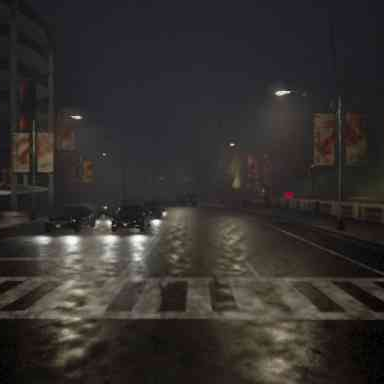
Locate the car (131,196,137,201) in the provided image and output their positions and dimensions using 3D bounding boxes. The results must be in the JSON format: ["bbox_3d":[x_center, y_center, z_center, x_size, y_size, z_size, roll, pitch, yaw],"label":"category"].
[{"bbox_3d":[-7.811,1.515,39.510,1.837,1.490,4.892,0,0,-10],"label":"car"}]

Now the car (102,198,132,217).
[{"bbox_3d":[-7.107,1.555,29.480,2.033,1.411,5.357,0,0,0],"label":"car"}]

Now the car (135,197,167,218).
[{"bbox_3d":[-3.613,1.513,29.822,1.837,1.490,4.892,0,0,0],"label":"car"}]

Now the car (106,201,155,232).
[{"bbox_3d":[-3.607,1.510,20.406,1.837,1.490,4.892,0,0,0],"label":"car"}]

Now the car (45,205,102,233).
[{"bbox_3d":[-7.105,1.531,19.977,1.812,1.442,4.674,0,0,0],"label":"car"}]

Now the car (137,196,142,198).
[{"bbox_3d":[-9.629,1.520,58.761,1.837,1.490,4.892,0,0,-43],"label":"car"}]

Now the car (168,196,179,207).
[{"bbox_3d":[-4.233,1.577,50.425,1.994,1.385,4.181,0,0,-29],"label":"car"}]

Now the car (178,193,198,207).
[{"bbox_3d":[-1.198,1.235,52.156,2.150,2.045,5.566,0,0,-29],"label":"car"}]

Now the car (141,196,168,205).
[{"bbox_3d":[-6.902,1.563,60.955,2.033,1.411,5.357,0,0,-43],"label":"car"}]
